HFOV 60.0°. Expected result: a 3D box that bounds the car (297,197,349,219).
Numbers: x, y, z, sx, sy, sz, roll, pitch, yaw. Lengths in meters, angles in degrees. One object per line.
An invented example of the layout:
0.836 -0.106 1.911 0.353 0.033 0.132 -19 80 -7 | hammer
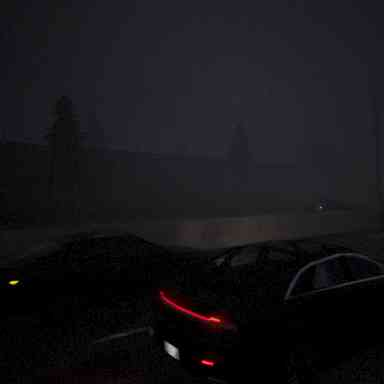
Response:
11.666 1.366 29.508 4.553 1.767 2.097 0 0 -35 | car

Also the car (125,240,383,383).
1.751 1.494 5.003 4.902 1.511 2.128 0 0 -35 | car

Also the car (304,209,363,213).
11.061 1.559 24.780 5.357 1.411 2.033 0 0 -35 | car

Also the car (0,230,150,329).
-1.587 1.527 6.922 4.674 1.442 1.812 0 0 -35 | car
